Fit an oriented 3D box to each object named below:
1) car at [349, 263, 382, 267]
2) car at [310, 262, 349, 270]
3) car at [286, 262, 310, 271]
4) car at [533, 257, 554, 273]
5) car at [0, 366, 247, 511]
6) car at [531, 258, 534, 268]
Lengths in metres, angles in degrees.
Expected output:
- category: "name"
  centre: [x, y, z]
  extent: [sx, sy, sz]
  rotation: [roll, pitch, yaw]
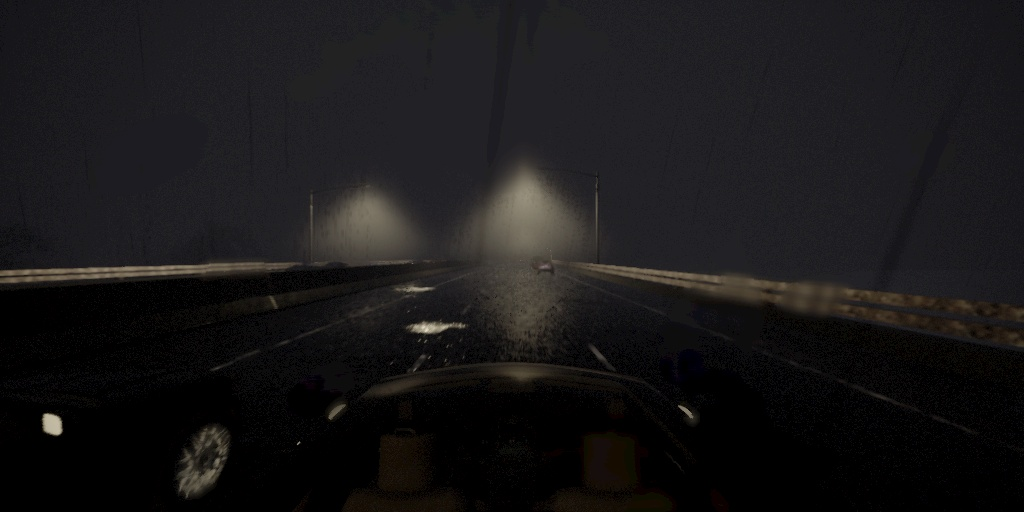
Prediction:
- category: "car"
  centre: [-13.762, 1.334, 35.205]
  extent: [1.994, 1.385, 4.181]
  rotation: [0, 0, 1]
- category: "car"
  centre: [-17.271, 1.291, 35.048]
  extent: [1.812, 1.442, 4.674]
  rotation: [0, 0, 1]
- category: "car"
  centre: [-20.747, 1.326, 36.013]
  extent: [1.994, 1.385, 4.181]
  rotation: [0, 0, 1]
- category: "car"
  centre: [3.988, 1.249, 43.728]
  extent: [2.033, 1.649, 4.856]
  rotation: [0, 0, 1]
- category: "car"
  centre: [-3.393, 1.222, 1.276]
  extent: [1.882, 1.535, 5.008]
  rotation: [0, 0, 0]
- category: "car"
  centre: [4.282, 1.415, 54.646]
  extent: [1.994, 1.385, 4.181]
  rotation: [0, 0, 2]
